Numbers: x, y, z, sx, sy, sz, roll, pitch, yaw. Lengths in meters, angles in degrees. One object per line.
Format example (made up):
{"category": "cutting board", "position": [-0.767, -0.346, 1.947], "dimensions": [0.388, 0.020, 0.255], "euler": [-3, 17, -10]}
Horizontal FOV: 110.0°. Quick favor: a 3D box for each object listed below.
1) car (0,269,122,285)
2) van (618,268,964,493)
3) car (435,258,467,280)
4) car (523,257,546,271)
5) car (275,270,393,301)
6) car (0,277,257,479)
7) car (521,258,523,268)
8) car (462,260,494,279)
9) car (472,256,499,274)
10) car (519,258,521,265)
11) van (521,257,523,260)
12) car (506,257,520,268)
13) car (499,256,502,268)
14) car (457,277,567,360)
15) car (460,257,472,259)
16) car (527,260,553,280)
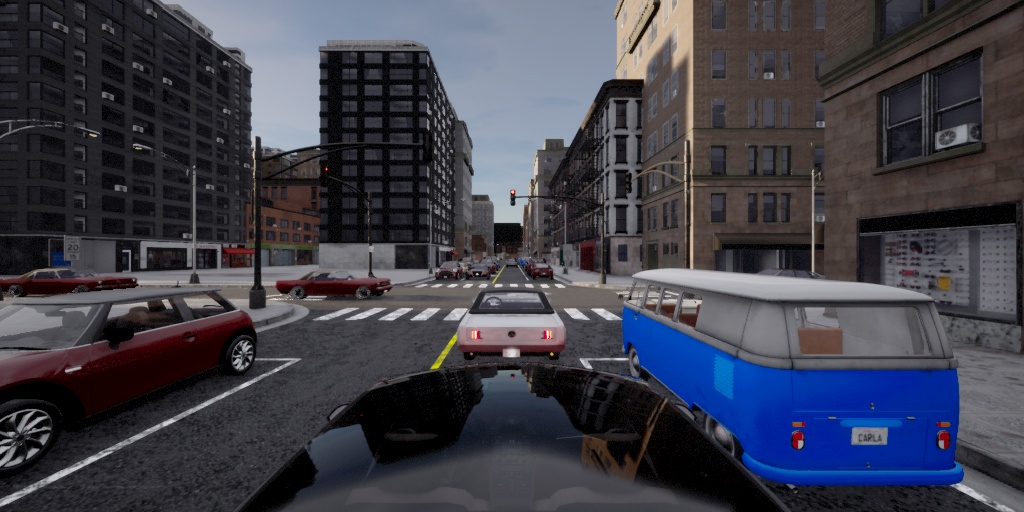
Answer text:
{"category": "car", "position": [-20.500, 1.246, 16.691], "dimensions": [4.718, 1.301, 1.895], "euler": [0, 0, 0]}
{"category": "van", "position": [2.635, 1.091, 4.493], "dimensions": [1.690, 1.789, 3.998], "euler": [0, 0, 0]}
{"category": "car", "position": [-5.433, 1.188, 31.361], "dimensions": [1.967, 1.591, 4.097], "euler": [0, 0, 0]}
{"category": "car", "position": [2.584, 1.063, 36.783], "dimensions": [2.192, 1.841, 5.009], "euler": [0, 0, 0]}
{"category": "car", "position": [-8.106, 1.315, 16.721], "dimensions": [4.718, 1.301, 1.895], "euler": [0, 0, 0]}
{"category": "car", "position": [-5.390, 1.190, 4.481], "dimensions": [1.967, 1.591, 4.097], "euler": [0, 0, 0]}
{"category": "car", "position": [2.566, 1.292, 47.602], "dimensions": [1.888, 1.381, 4.507], "euler": [0, 0, 0]}
{"category": "car", "position": [-2.896, 1.313, 31.537], "dimensions": [1.994, 1.385, 4.181], "euler": [0, 0, -1]}
{"category": "car", "position": [-2.892, 1.100, 40.157], "dimensions": [2.097, 1.767, 4.553], "euler": [0, 0, 0]}
{"category": "car", "position": [2.549, 1.309, 58.421], "dimensions": [1.948, 1.339, 4.313], "euler": [0, 0, 0]}
{"category": "van", "position": [2.558, 1.086, 53.012], "dimensions": [1.690, 1.789, 3.998], "euler": [0, 0, 0]}
{"category": "car", "position": [-0.004, 1.306, 62.329], "dimensions": [1.994, 1.385, 4.181], "euler": [0, 0, 1]}
{"category": "car", "position": [-2.910, 1.099, 49.032], "dimensions": [2.097, 1.767, 4.553], "euler": [0, 0, 0]}
{"category": "car", "position": [-0.008, 1.351, 8.278], "dimensions": [1.895, 1.301, 4.718], "euler": [0, 0, 0]}
{"category": "car", "position": [-5.450, 1.063, 42.180], "dimensions": [2.192, 1.841, 5.009], "euler": [0, 0, 0]}
{"category": "car", "position": [2.592, 1.294, 31.374], "dimensions": [1.888, 1.381, 4.507], "euler": [0, 0, 0]}
